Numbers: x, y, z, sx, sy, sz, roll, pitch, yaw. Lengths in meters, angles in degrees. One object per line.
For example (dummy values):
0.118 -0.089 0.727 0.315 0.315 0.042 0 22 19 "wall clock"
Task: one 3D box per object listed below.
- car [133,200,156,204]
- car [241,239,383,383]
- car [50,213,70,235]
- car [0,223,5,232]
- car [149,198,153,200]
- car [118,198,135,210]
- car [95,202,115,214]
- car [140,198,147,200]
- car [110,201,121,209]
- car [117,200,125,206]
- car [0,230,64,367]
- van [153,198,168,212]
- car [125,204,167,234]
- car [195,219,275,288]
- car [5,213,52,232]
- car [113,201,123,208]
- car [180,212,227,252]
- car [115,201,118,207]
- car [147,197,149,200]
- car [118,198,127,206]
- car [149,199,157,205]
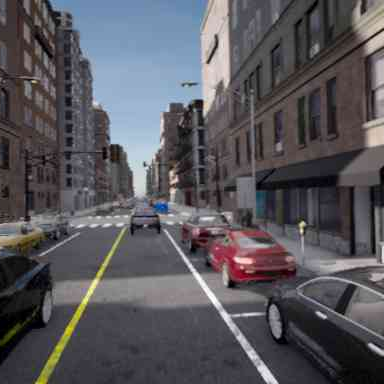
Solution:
-5.886 2.113 40.656 2.033 1.411 5.357 -1 -1 -9 "car"
2.239 1.546 3.824 2.008 1.369 4.403 -1 -1 -9 "car"
-8.164 1.931 18.985 2.008 1.369 4.403 -1 -1 -9 "car"
-6.519 1.667 8.074 1.967 1.590 4.097 -1 -1 -9 "car"
-7.664 2.489 69.437 1.802 1.307 4.206 -1 -1 -9 "car"
-11.447 2.373 58.054 1.837 1.490 4.892 -1 0 -8 "car"
-12.206 2.304 45.760 2.008 1.369 4.403 -1 -1 -9 "car"
-11.382 2.646 76.393 1.895 1.301 4.718 -1 -1 -9 "car"
-15.573 2.586 68.064 1.752 1.417 4.829 -1 -1 -9 "car"
-18.142 2.852 85.084 1.947 1.339 4.313 -1 -1 -9 "car"
-3.288 1.596 4.340 1.882 1.535 5.008 -1 -1 -9 "car"
-4.278 1.938 46.971 1.690 1.788 3.998 -1 -1 -9 "van"
-3.043 1.791 21.663 2.128 1.511 4.902 -1 -1 -8 "car"
1.416 1.653 9.280 1.802 1.307 4.206 -1 -1 -9 "car"
-7.315 1.827 13.361 1.752 1.417 4.829 -1 -1 -9 "car"
-16.445 2.703 73.849 1.947 1.339 4.313 -1 -1 -9 "car"
0.589 1.588 14.738 1.967 1.590 4.097 -1 -1 -9 "car"
-13.054 2.376 51.378 1.887 1.381 4.507 -1 -1 -9 "car"
-8.518 2.296 75.057 2.192 1.841 5.009 -1 -1 -9 "car"
-18.995 2.675 90.704 2.192 1.841 5.009 -1 -1 -9 "car"
-10.212 2.570 86.290 1.967 1.590 4.097 -1 -1 -9 "car"
